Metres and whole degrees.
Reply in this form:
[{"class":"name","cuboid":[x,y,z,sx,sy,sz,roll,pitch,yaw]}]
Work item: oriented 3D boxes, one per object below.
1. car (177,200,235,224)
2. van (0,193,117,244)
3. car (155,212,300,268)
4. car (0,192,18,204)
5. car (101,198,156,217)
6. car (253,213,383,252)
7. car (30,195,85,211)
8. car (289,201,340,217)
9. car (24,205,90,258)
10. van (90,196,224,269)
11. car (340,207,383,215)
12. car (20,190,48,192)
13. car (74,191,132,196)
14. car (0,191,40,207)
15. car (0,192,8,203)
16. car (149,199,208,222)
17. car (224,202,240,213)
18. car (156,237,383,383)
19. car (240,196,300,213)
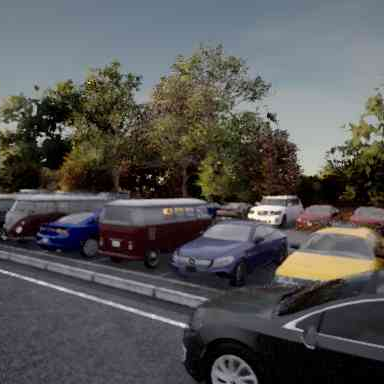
[{"class":"car","cuboid":[1.197,1.457,25.516,2.097,1.535,5.008,1,0,35]},{"class":"van","cuboid":[-5.685,1.154,14.241,1.878,1.987,4.442,1,0,35]},{"class":"car","cuboid":[1.305,1.532,9.564,2.002,1.452,4.674,1,0,35]},{"class":"car","cuboid":[-26.327,0.810,44.274,1.946,1.575,5.366,1,0,35]},{"class":"car","cuboid":[-5.643,1.354,30.273,2.163,1.488,4.792,1,0,35]},{"class":"car","cuboid":[3.506,1.524,7.819,1.946,1.575,5.366,1,0,35]},{"class":"car","cuboid":[-14.692,1.102,36.703,1.946,1.575,5.366,1,0,35]},{"class":"car","cuboid":[8.059,1.568,20.798,2.097,1.535,5.008,1,0,35]},{"class":"car","cuboid":[-3.315,1.418,12.740,2.097,1.535,5.008,1,0,35]},{"class":"van","cuboid":[-0.934,1.230,11.249,1.878,1.987,4.442,1,0,35]},{"class":"car","cuboid":[10.344,1.604,19.222,2.097,1.535,5.008,1,0,35]},{"class":"car","cuboid":[-17.061,0.795,38.148,2.435,2.045,5.566,1,0,35]},{"class":"car","cuboid":[-7.954,1.022,31.799,2.435,2.045,5.566,1,0,35]},{"class":"car","cuboid":[-21.633,0.805,41.302,2.185,1.767,4.553,1,0,35]},{"class":"car","cuboid":[-28.504,0.757,46.007,2.231,1.521,4.892,1,0,35]},{"class":"car","cuboid":[-0.981,1.414,27.248,1.946,1.575,5.366,1,0,35]},{"class":"car","cuboid":[3.483,1.497,23.939,2.231,1.521,4.892,1,0,35]},{"class":"car","cuboid":[2.141,1.534,3.205,4.892,1.490,1.837,1,0,35]},{"class":"car","cuboid":[5.758,1.281,22.345,2.435,2.045,5.566,1,0,35]}]
